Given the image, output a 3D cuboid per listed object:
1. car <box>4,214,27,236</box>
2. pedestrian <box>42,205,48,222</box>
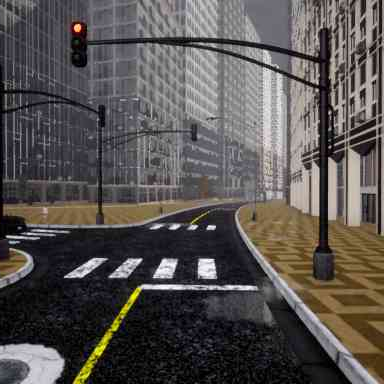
[{"bbox_3d":[-10.366,1.354,15.753,5.008,1.535,1.882,1,1,11],"label":"car"},{"bbox_3d":[-9.293,1.344,21.036,0.500,1.100,0.500,0,0,17],"label":"pedestrian"}]
